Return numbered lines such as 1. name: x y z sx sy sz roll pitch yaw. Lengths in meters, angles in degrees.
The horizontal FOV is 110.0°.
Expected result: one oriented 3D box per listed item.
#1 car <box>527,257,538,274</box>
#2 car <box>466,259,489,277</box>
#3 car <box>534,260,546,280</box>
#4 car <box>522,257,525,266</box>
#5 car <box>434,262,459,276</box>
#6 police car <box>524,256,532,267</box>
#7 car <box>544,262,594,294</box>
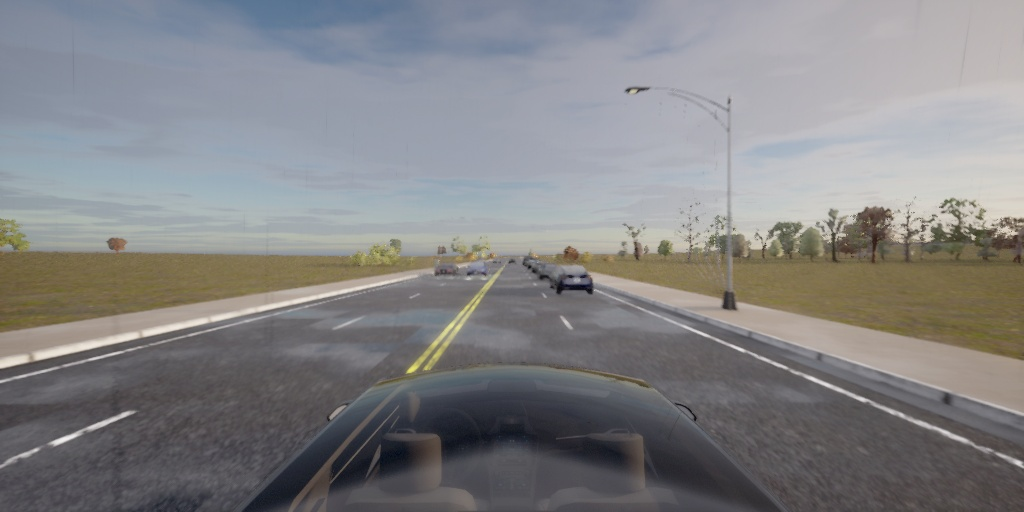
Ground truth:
1. car: 3.265 1.242 42.224 2.128 1.511 4.902 0 0 0
2. car: -3.314 1.276 35.195 1.812 1.442 4.674 0 0 0
3. car: 3.262 1.315 31.214 1.994 1.385 4.181 0 0 0
4. car: 3.275 1.247 64.214 1.837 1.490 4.892 0 0 0
5. car: -6.559 1.316 36.394 1.994 1.385 4.181 0 0 0
6. police car: 3.271 1.174 53.324 1.930 1.638 5.238 0 0 0
7. car: 3.258 1.255 20.244 2.163 1.488 4.792 0 0 0
